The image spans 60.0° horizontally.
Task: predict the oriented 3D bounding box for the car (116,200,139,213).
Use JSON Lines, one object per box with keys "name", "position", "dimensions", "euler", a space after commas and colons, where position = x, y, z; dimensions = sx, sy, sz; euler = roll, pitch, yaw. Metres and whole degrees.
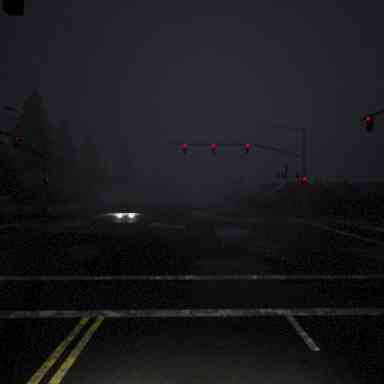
{"name": "car", "position": [-6.978, 1.522, 36.333], "dimensions": [1.994, 1.385, 4.181], "euler": [0, 0, 0]}
